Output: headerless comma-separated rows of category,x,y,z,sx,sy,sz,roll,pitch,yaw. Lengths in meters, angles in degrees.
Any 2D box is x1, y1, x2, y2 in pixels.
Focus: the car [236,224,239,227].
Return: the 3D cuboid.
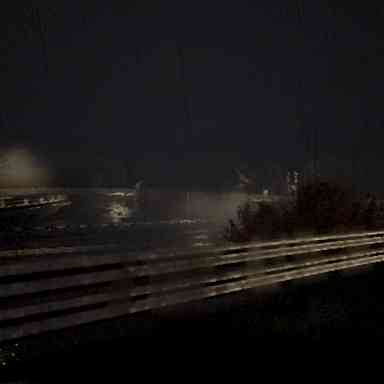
car,11.579,8.285,74.534,5.566,2.045,2.150,-1,1,-17
